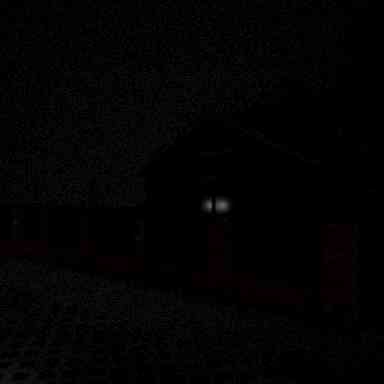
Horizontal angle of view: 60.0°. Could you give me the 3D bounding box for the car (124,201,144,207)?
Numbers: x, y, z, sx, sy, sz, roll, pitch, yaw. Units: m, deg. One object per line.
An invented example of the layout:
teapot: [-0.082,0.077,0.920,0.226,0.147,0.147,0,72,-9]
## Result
car: [-5.130,1.659,30.377,2.097,1.767,4.553,-1,-1,35]
